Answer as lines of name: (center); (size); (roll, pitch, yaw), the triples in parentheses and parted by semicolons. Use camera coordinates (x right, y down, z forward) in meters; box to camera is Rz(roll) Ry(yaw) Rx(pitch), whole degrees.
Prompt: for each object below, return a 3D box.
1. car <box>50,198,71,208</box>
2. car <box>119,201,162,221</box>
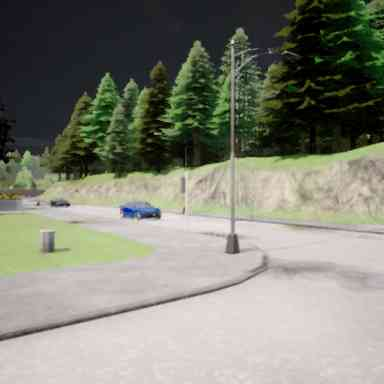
car: (-19.205, 1.546, 48.368); (2.033, 1.411, 5.357); (0, 0, -35)
car: (-4.302, 1.476, 27.338); (1.882, 1.535, 5.008); (0, 0, -35)
